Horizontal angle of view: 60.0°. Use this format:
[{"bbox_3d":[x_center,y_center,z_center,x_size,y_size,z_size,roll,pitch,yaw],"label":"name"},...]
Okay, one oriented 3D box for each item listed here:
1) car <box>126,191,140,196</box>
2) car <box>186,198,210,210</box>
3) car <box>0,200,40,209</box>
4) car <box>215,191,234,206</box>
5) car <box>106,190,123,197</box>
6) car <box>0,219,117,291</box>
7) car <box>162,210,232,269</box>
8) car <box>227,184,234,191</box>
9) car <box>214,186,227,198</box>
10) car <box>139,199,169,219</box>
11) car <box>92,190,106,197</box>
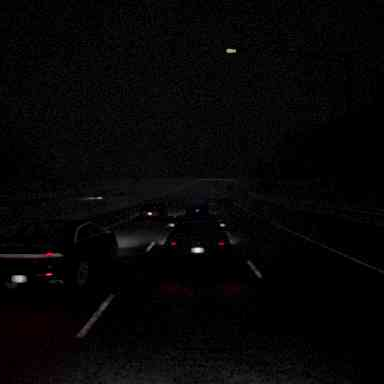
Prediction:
[{"bbox_3d":[-11.995,0.412,67.898,1.895,1.301,4.718,0,2,3],"label":"car"},{"bbox_3d":[0.490,1.276,28.698,1.882,1.535,5.008,0,1,1],"label":"car"},{"bbox_3d":[-13.780,1.369,26.203,2.033,1.411,5.357,0,1,1],"label":"car"},{"bbox_3d":[4.360,0.989,44.048,1.882,1.535,5.008,0,1,2],"label":"car"},{"bbox_3d":[-15.487,0.366,68.148,1.994,1.385,4.181,0,2,3],"label":"car"},{"bbox_3d":[-3.347,1.464,8.898,2.128,1.511,4.902,0,0,0],"label":"car"},{"bbox_3d":[0.174,1.525,10.965,1.994,1.385,4.181,0,0,1],"label":"car"},{"bbox_3d":[10.582,-1.196,93.209,2.150,2.045,5.566,0,3,5],"label":"car"},{"bbox_3d":[5.500,0.166,67.195,2.097,1.767,4.553,0,2,3],"label":"car"},{"bbox_3d":[-3.052,1.320,26.989,1.837,1.490,4.892,0,1,1],"label":"car"},{"bbox_3d":[-18.980,0.312,68.369,1.837,1.490,4.892,0,2,3],"label":"car"}]
